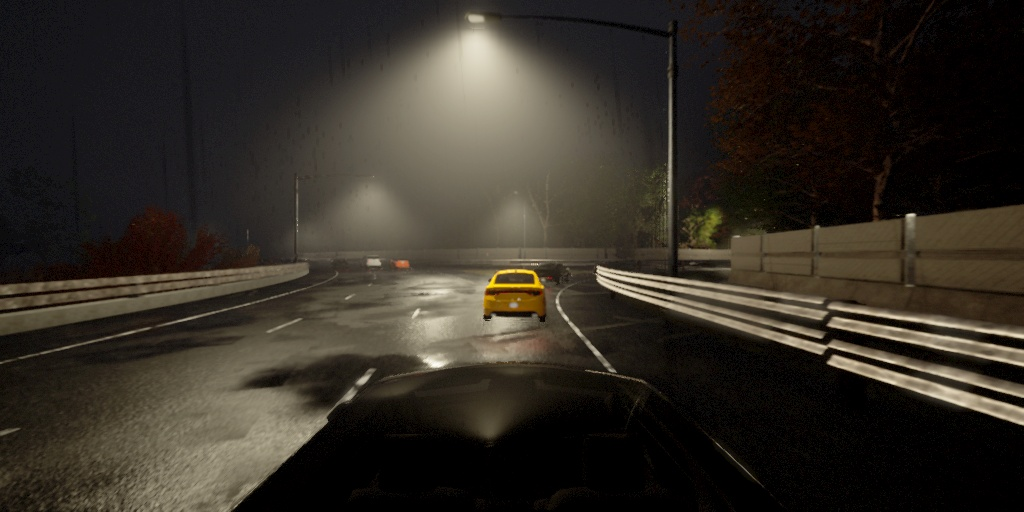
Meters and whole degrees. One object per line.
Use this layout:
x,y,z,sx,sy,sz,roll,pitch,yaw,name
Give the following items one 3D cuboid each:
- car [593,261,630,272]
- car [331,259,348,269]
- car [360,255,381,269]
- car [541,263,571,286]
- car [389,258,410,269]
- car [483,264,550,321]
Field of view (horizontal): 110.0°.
10.734,1.237,38.267,2.033,1.411,5.357,0,0,44,car
-26.816,1.165,55.776,2.128,1.511,4.902,0,0,-35,car
-21.323,0.897,53.989,2.150,2.045,5.566,0,0,-33,car
2.864,1.217,25.323,1.837,1.490,4.892,-1,0,21,car
-16.776,1.027,53.199,2.097,1.767,4.553,0,0,-31,car
0.163,1.211,12.423,1.882,1.535,5.008,0,0,3,car
